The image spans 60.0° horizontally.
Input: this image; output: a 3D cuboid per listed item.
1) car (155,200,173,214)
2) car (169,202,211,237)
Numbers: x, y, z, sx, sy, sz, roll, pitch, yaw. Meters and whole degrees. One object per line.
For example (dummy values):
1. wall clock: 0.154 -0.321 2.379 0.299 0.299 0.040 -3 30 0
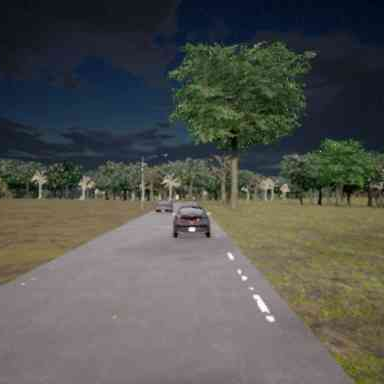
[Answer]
1. car: -3.006 1.621 37.132 2.033 1.411 5.357 -1 0 0
2. car: -0.027 1.488 17.818 1.837 1.490 4.892 -1 0 0
